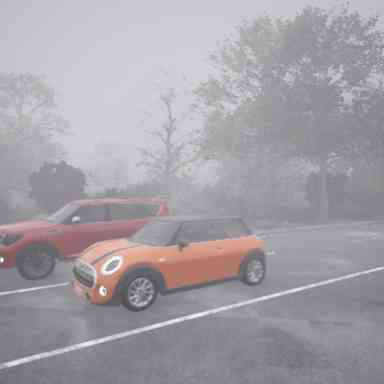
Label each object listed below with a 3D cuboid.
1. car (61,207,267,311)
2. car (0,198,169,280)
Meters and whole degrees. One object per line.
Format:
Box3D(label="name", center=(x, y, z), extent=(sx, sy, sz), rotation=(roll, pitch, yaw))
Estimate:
Box3D(label="car", center=(-0.388, 1.358, 7.868), extent=(4.553, 1.767, 2.097), rotation=(0, 0, -35))
Box3D(label="car", center=(-3.066, 1.223, 10.267), extent=(5.566, 2.045, 2.150), rotation=(0, 0, -35))
